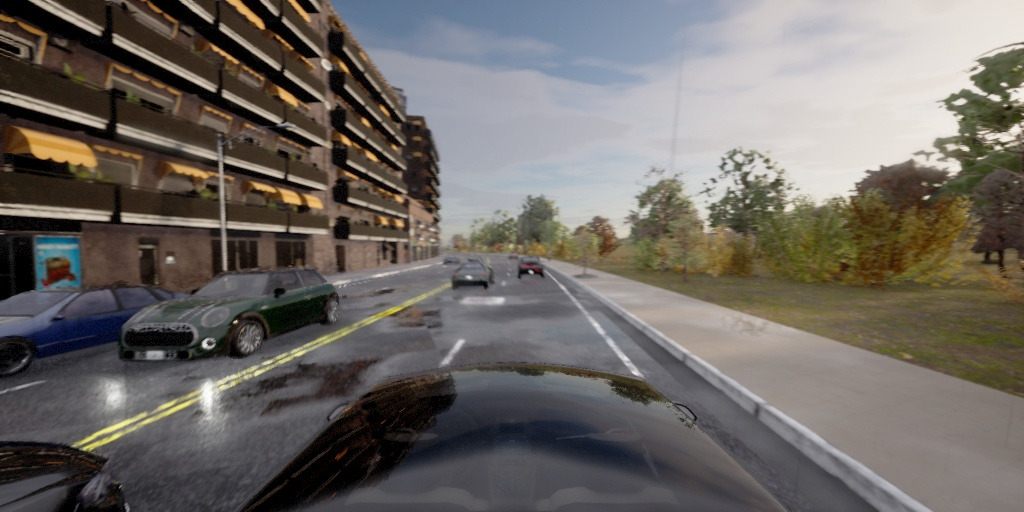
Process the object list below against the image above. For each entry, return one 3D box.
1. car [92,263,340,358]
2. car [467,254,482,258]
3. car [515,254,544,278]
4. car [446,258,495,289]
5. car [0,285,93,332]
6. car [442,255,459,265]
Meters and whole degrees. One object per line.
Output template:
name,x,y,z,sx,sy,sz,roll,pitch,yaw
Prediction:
car,-6.117,1.097,8.489,2.097,1.767,4.553,-1,1,3
car,-5.325,0.451,51.371,1.837,1.490,4.892,-1,1,-1
car,1.353,0.778,26.652,1.837,1.490,4.892,-1,1,1
car,-2.099,1.022,20.174,1.994,1.385,4.181,-1,1,2
car,-9.396,1.368,7.816,2.033,1.411,5.357,-1,1,3
car,-8.563,0.587,50.749,1.994,1.385,4.181,-1,1,-1
